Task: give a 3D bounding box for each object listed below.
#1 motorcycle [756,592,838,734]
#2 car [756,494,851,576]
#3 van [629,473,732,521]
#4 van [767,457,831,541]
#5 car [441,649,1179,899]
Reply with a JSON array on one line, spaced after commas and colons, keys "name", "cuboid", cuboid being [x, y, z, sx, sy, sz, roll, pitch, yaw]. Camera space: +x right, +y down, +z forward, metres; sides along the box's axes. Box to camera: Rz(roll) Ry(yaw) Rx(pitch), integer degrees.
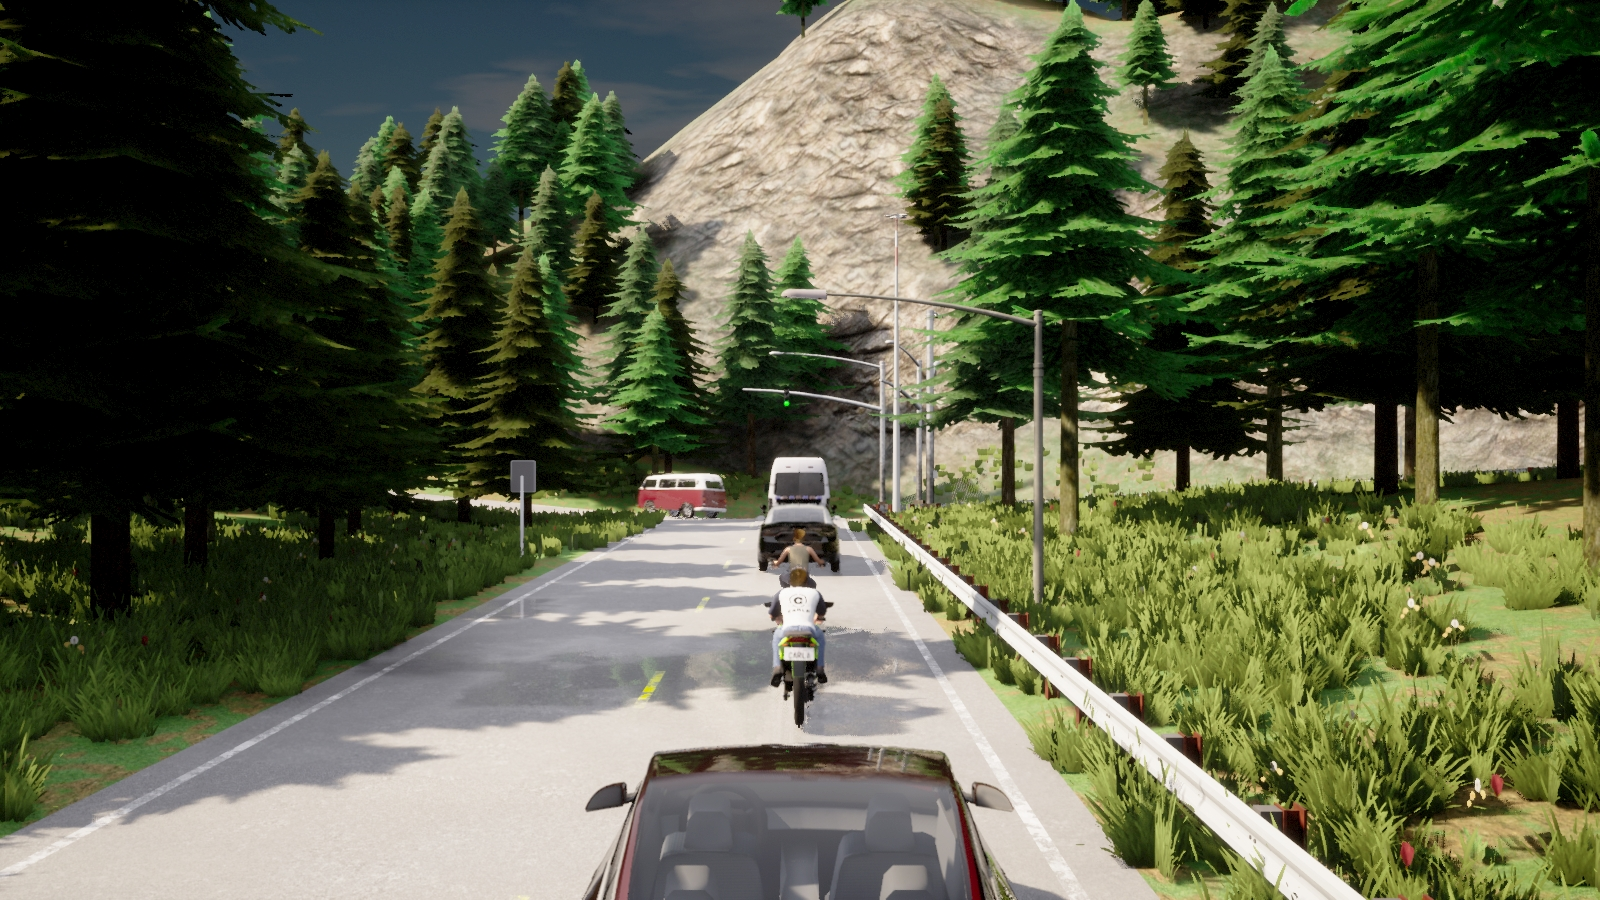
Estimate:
[{"name": "motorcycle", "cuboid": [-0.033, 2.213, 12.221, 0.803, 1.145, 2.033, 0, 0, 0]}, {"name": "car", "cuboid": [0.079, 1.982, 27.968, 2.097, 1.638, 5.238, 0, 0, 0]}, {"name": "van", "cuboid": [-5.491, 2.129, 52.341, 4.480, 2.038, 2.069, -1, -6, 40]}, {"name": "van", "cuboid": [-0.101, 1.534, 38.375, 1.988, 2.561, 5.915, 0, 0, -1]}, {"name": "car", "cuboid": [0.027, 2.063, 5.186, 2.163, 1.488, 4.792, 0, 0, 0]}]
